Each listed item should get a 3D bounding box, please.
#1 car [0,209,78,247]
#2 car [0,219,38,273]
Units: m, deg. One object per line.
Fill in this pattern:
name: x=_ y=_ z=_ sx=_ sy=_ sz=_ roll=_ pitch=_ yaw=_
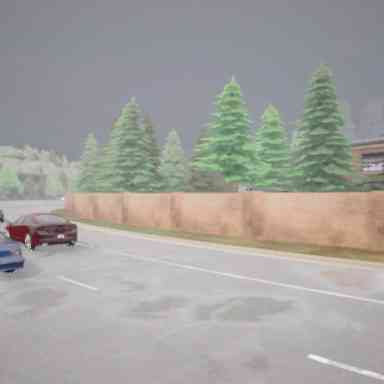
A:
car: x=-7.130 y=1.698 z=15.517 sx=1.882 sy=1.535 sz=5.008 roll=1 pitch=-1 yaw=-44
car: x=-6.930 y=1.676 z=10.238 sx=5.357 sy=1.411 sz=2.033 roll=-1 pitch=-1 yaw=44
